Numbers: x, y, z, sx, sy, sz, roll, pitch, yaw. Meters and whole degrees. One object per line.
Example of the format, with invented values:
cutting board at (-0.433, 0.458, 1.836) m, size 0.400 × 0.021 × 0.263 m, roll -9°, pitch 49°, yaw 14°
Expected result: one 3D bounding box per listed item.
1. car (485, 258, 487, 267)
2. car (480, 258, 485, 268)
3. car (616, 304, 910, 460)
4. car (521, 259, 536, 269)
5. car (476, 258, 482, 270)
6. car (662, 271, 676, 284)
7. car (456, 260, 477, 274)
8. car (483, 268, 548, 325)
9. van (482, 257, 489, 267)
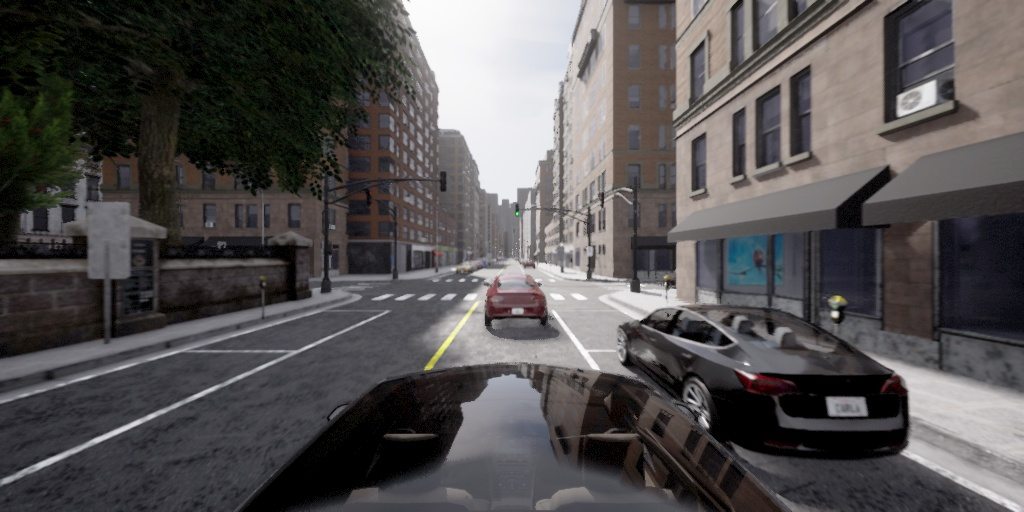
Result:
car at (-5.645, 1.392, 59.479) m, size 1.888 × 1.381 × 4.507 m, roll 0°, pitch 0°, yaw 0°
car at (-5.648, 1.380, 54.028) m, size 1.888 × 1.381 × 4.507 m, roll 0°, pitch 0°, yaw 0°
car at (2.858, 1.322, 5.135) m, size 1.948 × 1.339 × 4.313 m, roll 0°, pitch 0°, yaw 0°
car at (2.879, 1.287, 59.511) m, size 1.967 × 1.591 × 4.097 m, roll 0°, pitch 0°, yaw 0°
car at (-5.650, 1.374, 48.577) m, size 2.007 × 1.370 × 4.403 m, roll 0°, pitch 0°, yaw 0°
car at (12.555, 1.333, 22.905) m, size 5.357 × 1.411 × 2.033 m, roll 0°, pitch 0°, yaw 5°
car at (-5.652, 1.339, 42.957) m, size 1.751 × 1.417 × 4.829 m, roll 0°, pitch 0°, yaw 0°
car at (0.033, 1.293, 11.752) m, size 1.812 × 1.442 × 4.674 m, roll 0°, pitch 0°, yaw -3°
van at (-5.643, 1.200, 64.930) m, size 1.690 × 1.789 × 3.998 m, roll 0°, pitch 0°, yaw 0°
